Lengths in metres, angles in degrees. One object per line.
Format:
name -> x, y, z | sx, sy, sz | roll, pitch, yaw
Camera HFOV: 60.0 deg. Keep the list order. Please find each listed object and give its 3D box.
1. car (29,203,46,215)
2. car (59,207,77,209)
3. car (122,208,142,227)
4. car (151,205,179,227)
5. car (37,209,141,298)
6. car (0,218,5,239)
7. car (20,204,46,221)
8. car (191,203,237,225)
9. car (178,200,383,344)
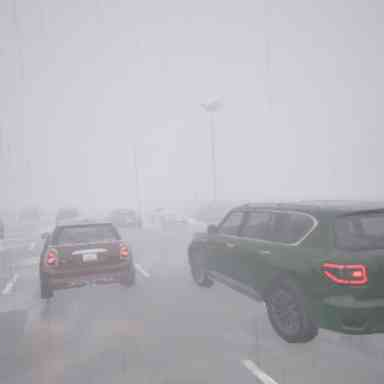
car -> -22.638, 2.492, 48.913 | 1.882, 1.535, 5.008 | -2, 0, -22
car -> -10.209, 1.992, 27.389 | 1.837, 1.490, 4.892 | -2, 0, -22
car -> -4.849, 1.852, 23.379 | 1.994, 1.385, 4.181 | -2, 0, -22
car -> -1.734, 1.720, 24.980 | 1.812, 1.442, 4.674 | -2, 0, -22
car -> -3.054, 1.504, 9.371 | 2.097, 1.767, 4.553 | -2, 0, -22
car -> -11.285, 1.819, 17.492 | 2.097, 1.767, 4.553 | -2, 0, -22
car -> -17.701, 2.276, 36.565 | 2.128, 1.511, 4.902 | -2, 0, -21
car -> 1.618, 1.654, 26.047 | 1.994, 1.385, 4.181 | -2, 0, -22
car -> 1.757, 1.201, 6.731 | 2.150, 2.045, 5.566 | -2, 0, -22
